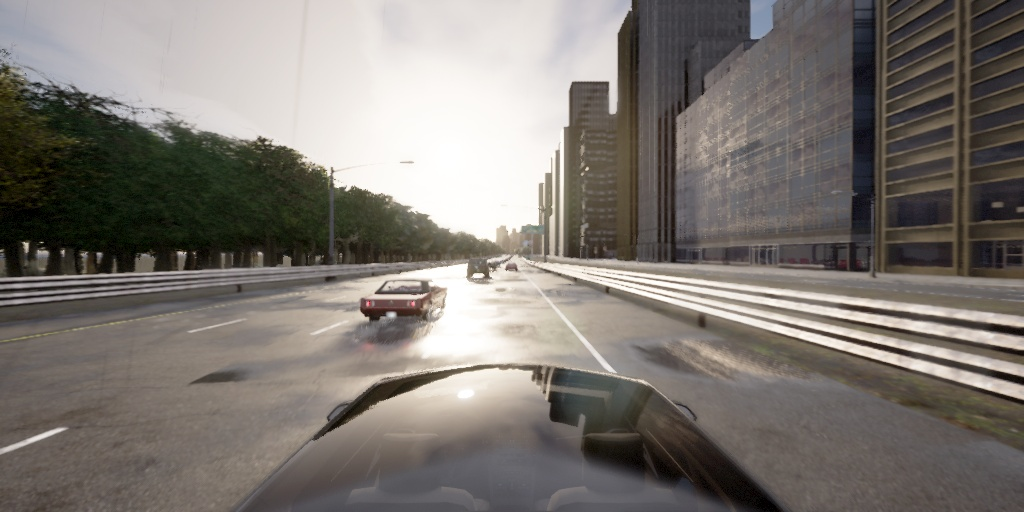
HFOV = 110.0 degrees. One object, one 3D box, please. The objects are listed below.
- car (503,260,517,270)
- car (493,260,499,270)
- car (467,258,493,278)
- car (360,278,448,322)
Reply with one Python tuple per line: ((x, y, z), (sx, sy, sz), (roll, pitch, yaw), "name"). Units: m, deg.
((-0.098, 1.801, 64.852), (1.994, 1.385, 4.181), (0, 0, 0), "car")
((-3.690, 1.732, 63.057), (1.837, 1.490, 4.892), (0, 0, 0), "car")
((-3.570, 1.267, 38.699), (2.150, 2.045, 5.566), (0, 0, 0), "car")
((-3.507, 1.438, 12.660), (1.895, 1.301, 4.718), (0, 0, 0), "car")
